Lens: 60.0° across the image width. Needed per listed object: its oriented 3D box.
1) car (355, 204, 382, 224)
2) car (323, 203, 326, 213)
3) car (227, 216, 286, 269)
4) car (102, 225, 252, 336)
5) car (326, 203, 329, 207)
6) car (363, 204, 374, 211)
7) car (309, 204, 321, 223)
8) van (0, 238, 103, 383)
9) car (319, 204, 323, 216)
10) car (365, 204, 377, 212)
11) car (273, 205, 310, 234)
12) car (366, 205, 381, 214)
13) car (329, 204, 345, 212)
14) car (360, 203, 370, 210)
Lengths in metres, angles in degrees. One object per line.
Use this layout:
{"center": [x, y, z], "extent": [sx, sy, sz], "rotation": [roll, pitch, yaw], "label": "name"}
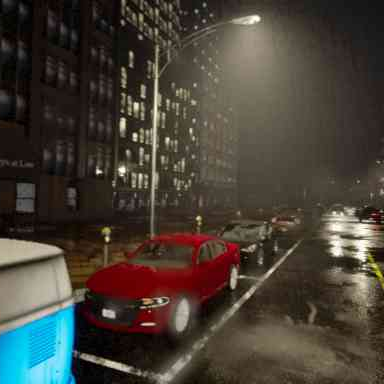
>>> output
{"center": [17.671, 2.300, 33.145], "extent": [1.837, 1.490, 4.892], "rotation": [1, -1, 25], "label": "car"}
{"center": [15.477, 2.254, 42.249], "extent": [1.967, 1.590, 4.097], "rotation": [1, -1, 24], "label": "car"}
{"center": [1.951, 1.722, 12.003], "extent": [1.947, 1.339, 4.313], "rotation": [1, -1, 24], "label": "car"}
{"center": [-0.303, 1.594, 6.962], "extent": [1.887, 1.381, 4.507], "rotation": [1, -1, 24], "label": "car"}
{"center": [19.981, 2.603, 52.330], "extent": [1.947, 1.339, 4.313], "rotation": [1, -1, 24], "label": "car"}
{"center": [36.713, 3.213, 69.225], "extent": [1.752, 1.417, 4.829], "rotation": [1, -1, 24], "label": "car"}
{"center": [10.966, 2.143, 32.166], "extent": [2.008, 1.369, 4.403], "rotation": [1, -1, 24], "label": "car"}
{"center": [-2.551, 1.285, 1.923], "extent": [1.690, 1.788, 3.998], "rotation": [1, -1, 24], "label": "van"}
{"center": [13.220, 2.254, 37.207], "extent": [2.008, 1.369, 4.403], "rotation": [1, -1, 24], "label": "car"}
{"center": [34.460, 3.097, 64.183], "extent": [1.752, 1.417, 4.829], "rotation": [1, -1, 24], "label": "car"}
{"center": [6.462, 1.813, 22.086], "extent": [1.967, 1.590, 4.097], "rotation": [1, -1, 24], "label": "car"}
{"center": [32.136, 3.020, 58.988], "extent": [1.947, 1.339, 4.313], "rotation": [1, -1, 24], "label": "car"}
{"center": [25.375, 2.809, 57.794], "extent": [1.994, 1.385, 4.181], "rotation": [1, -1, 24], "label": "car"}
{"center": [41.150, 3.461, 79.152], "extent": [1.887, 1.381, 4.507], "rotation": [1, -1, 24], "label": "car"}
